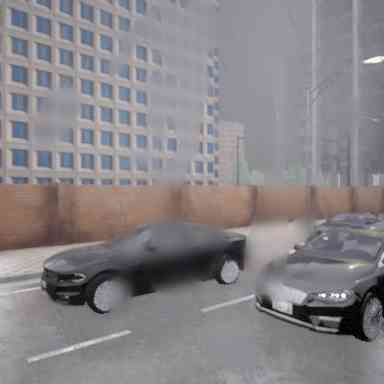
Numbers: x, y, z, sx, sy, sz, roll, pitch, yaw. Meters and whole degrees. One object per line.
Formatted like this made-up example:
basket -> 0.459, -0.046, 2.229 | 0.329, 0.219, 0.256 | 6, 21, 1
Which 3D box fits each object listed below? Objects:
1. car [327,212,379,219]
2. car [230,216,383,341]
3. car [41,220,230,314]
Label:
car -> 6.531, 1.506, 13.382 | 4.181, 1.385, 1.994 | 0, 0, -38
car -> 3.323, 1.464, 6.546 | 4.902, 1.511, 2.128 | 0, 0, -37
car -> -0.809, 1.463, 7.801 | 5.008, 1.535, 1.882 | 0, 0, -37
